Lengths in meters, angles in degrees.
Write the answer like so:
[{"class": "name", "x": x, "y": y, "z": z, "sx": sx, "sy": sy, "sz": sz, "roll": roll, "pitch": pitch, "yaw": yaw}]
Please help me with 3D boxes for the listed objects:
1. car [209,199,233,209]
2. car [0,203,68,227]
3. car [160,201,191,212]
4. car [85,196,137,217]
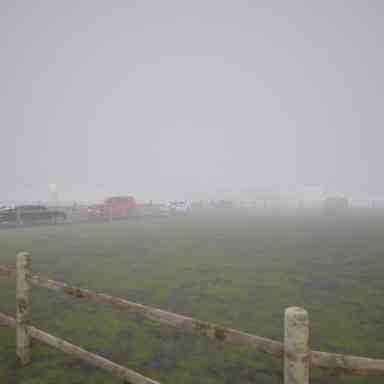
[{"class": "car", "x": 4.452, "y": 1.889, "z": 50.689, "sx": 2.128, "sy": 1.511, "sz": 4.902, "roll": 0, "pitch": 0, "yaw": 37}, {"class": "car", "x": -11.417, "y": 1.629, "z": 24.074, "sx": 1.837, "sy": 1.490, "sz": 4.892, "roll": 1, "pitch": 0, "yaw": 37}, {"class": "car", "x": -1.996, "y": 1.818, "z": 41.925, "sx": 1.812, "sy": 1.442, "sz": 4.674, "roll": 0, "pitch": 0, "yaw": 36}, {"class": "car", "x": -8.034, "y": 1.420, "z": 33.670, "sx": 2.150, "sy": 2.045, "sz": 5.566, "roll": 0, "pitch": 0, "yaw": 36}]
